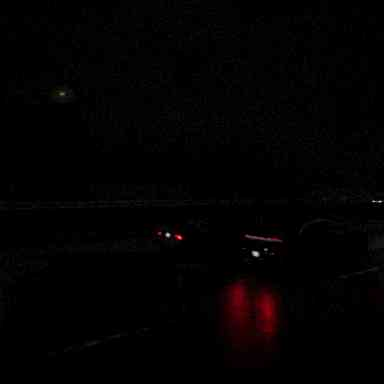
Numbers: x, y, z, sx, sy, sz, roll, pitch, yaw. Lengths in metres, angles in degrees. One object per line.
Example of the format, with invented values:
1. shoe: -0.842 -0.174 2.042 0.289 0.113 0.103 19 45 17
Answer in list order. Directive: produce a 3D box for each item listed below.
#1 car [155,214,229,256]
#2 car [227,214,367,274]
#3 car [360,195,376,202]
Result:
1. car: 1.198 1.576 13.190 5.357 1.411 2.033 0 0 -35
2. car: 3.757 1.522 10.722 4.902 1.511 2.128 0 0 -35
3. car: 43.233 1.823 82.489 2.128 1.511 4.902 1 1 39
